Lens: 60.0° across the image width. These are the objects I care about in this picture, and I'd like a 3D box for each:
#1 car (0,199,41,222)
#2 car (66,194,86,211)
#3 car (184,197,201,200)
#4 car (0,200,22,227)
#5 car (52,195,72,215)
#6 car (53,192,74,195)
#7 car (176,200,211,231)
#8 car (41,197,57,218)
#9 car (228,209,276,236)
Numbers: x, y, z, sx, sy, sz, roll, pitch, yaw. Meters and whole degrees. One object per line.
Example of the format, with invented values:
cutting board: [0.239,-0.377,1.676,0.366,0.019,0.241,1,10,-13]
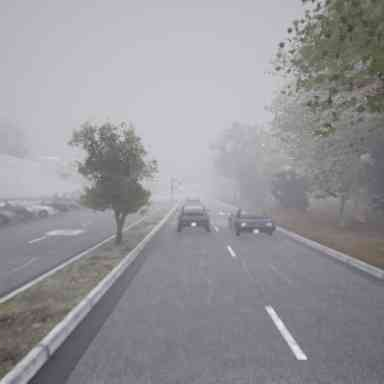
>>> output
car: [-13.871,1.306,24.305,4.553,1.767,2.185,-1,0,-20]
car: [-13.812,1.332,36.334,4.792,1.488,2.163,-1,0,-20]
car: [0.076,1.274,38.845,2.128,1.511,4.902,0,1,0]
car: [-13.841,1.499,21.318,4.674,1.452,2.002,-1,0,-20]
car: [-13.831,1.371,30.317,5.008,1.535,2.097,-1,1,-20]
car: [-13.818,1.019,39.334,5.566,2.045,2.435,-1,0,-20]
car: [0.087,1.476,20.336,1.837,1.490,4.892,0,0,0]
car: [-13.841,1.442,27.317,4.674,1.452,2.002,-1,0,-20]
car: [3.089,1.584,18.196,1.895,1.301,4.718,0,0,0]
